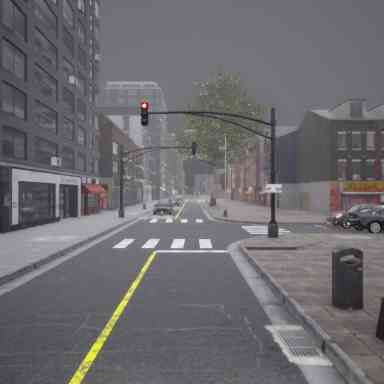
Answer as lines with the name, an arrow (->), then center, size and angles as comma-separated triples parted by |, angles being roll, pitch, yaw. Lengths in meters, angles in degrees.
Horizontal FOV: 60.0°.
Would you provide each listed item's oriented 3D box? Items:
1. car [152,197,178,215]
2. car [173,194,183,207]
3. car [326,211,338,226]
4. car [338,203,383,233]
car -> -2.878, 1.554, 34.072 | 2.033, 1.411, 5.357 | 0, 0, 0
car -> -2.880, 1.509, 52.280 | 2.128, 1.511, 4.902 | 0, 0, 0
car -> 10.910, 1.515, 21.675 | 4.097, 1.590, 1.967 | 0, 0, 0
car -> 11.387, 1.574, 19.034 | 4.892, 1.490, 1.837 | 0, 0, 0
